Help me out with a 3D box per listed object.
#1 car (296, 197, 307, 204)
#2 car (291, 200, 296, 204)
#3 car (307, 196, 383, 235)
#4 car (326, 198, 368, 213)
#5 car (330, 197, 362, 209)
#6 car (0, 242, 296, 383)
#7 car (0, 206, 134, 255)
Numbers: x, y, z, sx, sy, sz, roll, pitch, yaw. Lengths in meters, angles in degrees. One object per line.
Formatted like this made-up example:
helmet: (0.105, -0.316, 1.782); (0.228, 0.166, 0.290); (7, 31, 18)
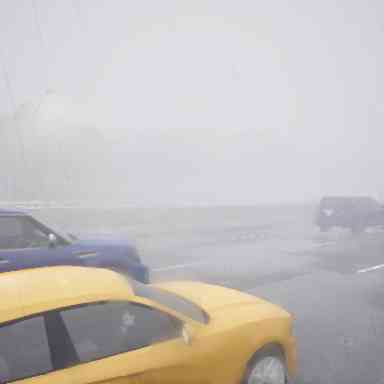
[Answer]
car: (17.186, 1.396, 46.125); (5.008, 1.535, 1.882); (-1, 0, -35)
car: (16.943, 1.418, 50.206); (4.674, 1.442, 1.812); (-1, 0, -35)
car: (9.359, 1.227, 18.982); (5.566, 2.045, 2.150); (0, 0, -35)
car: (17.701, 1.451, 37.940); (4.902, 1.511, 2.128); (-1, 0, -35)
car: (20.374, 1.467, 44.081); (4.181, 1.385, 1.994); (-1, 0, -35)
car: (-1.119, 1.478, 3.070); (5.008, 1.535, 1.882); (0, 0, -36)
car: (-3.468, 1.220, 5.570); (5.566, 2.045, 2.150); (0, 0, -36)
